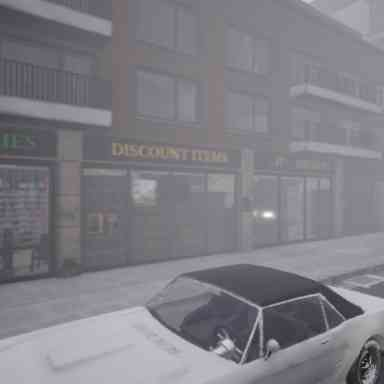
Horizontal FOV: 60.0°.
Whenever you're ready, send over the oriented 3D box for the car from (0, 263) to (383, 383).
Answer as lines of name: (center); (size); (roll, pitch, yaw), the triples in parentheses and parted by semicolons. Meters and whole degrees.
car: (0.331, 1.599, 3.613); (4.718, 1.301, 1.895); (0, 0, -35)
